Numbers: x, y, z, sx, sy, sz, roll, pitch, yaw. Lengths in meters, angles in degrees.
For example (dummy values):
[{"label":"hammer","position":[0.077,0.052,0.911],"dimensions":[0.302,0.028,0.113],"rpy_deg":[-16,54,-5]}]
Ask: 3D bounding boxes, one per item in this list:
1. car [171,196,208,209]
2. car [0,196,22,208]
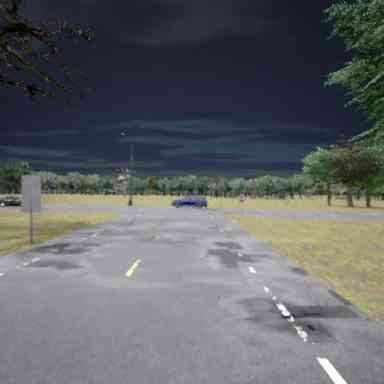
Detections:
[{"label":"car","position":[-0.364,1.539,50.002],"dimensions":[5.566,2.045,2.150],"rpy_deg":[2,0,0]},{"label":"car","position":[-22.504,1.315,43.077],"dimensions":[4.892,1.490,1.837],"rpy_deg":[2,1,0]}]
